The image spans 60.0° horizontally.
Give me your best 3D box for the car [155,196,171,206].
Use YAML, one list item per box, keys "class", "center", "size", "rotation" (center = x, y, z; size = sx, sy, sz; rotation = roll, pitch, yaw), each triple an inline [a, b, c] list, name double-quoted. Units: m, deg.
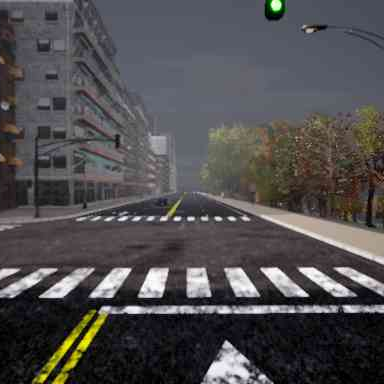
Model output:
- class: "car"
  center: [-3.773, 1.215, 44.170]
  size: [1.994, 1.385, 4.181]
  rotation: [0, 1, -1]
